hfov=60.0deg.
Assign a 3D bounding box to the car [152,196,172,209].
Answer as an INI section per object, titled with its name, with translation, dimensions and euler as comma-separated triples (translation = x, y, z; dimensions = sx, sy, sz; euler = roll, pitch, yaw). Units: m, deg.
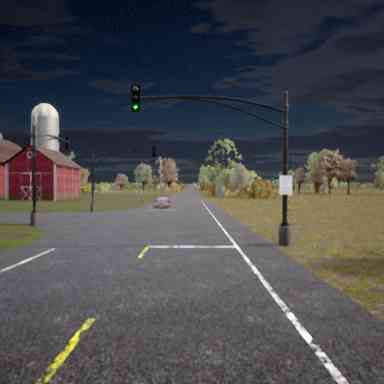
[car]
translation = -3.442, 1.273, 39.343
dimensions = 1.812, 1.442, 4.674
euler = 0, 2, 0
